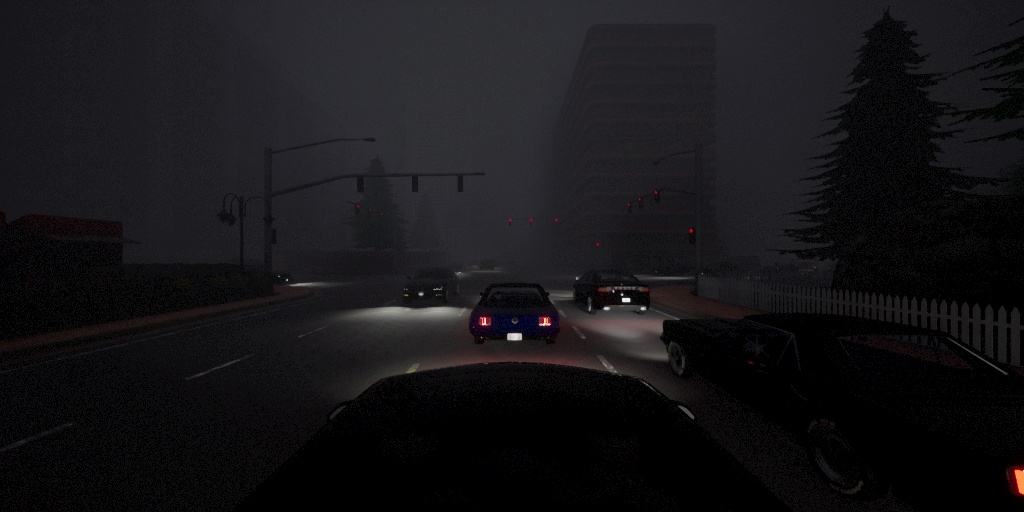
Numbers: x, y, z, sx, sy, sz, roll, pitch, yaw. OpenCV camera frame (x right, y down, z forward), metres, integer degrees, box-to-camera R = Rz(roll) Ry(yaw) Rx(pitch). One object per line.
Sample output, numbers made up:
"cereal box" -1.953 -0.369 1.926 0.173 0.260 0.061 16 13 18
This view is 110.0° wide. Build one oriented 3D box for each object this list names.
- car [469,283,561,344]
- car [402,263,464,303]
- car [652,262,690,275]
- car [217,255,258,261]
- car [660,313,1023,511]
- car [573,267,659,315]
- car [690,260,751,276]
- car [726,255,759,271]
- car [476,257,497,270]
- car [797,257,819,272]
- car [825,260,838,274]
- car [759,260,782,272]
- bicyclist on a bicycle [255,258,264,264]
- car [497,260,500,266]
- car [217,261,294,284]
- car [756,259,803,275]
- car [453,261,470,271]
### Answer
"car" 0.070 1.350 9.494 1.895 1.301 4.718 0 0 0
"car" -3.608 1.255 16.630 1.837 1.490 4.892 0 0 0
"car" 16.571 1.293 36.487 4.718 1.301 1.895 0 0 -14
"car" -26.854 1.045 34.936 4.553 1.767 2.097 0 0 0
"car" 3.599 1.351 4.381 1.895 1.301 4.718 0 0 0
"car" 3.581 1.227 13.702 1.882 1.535 5.008 0 0 0
"car" 19.554 1.294 33.638 4.718 1.301 1.895 0 0 -18
"car" 25.629 0.914 40.092 5.566 2.045 2.150 0 0 -31
"car" -3.622 1.225 51.963 1.882 1.535 5.008 0 0 0
"car" 36.235 0.914 44.154 2.150 2.045 5.566 0 0 43
"car" 34.442 1.240 37.315 5.357 1.411 2.033 0 0 -38
"car" 33.357 1.218 46.216 1.812 1.442 4.674 0 0 42
"bicyclist on a bicycle" -27.907 0.993 39.730 0.582 1.620 1.656 0 0 0
"car" -3.605 1.251 62.061 1.837 1.490 4.892 0 0 0
"car" -17.923 1.241 24.326 5.357 1.411 2.033 0 0 0
"car" 27.901 1.293 37.404 4.718 1.301 1.895 0 0 -31
"car" -7.123 1.348 47.066 1.895 1.301 4.718 0 0 0
